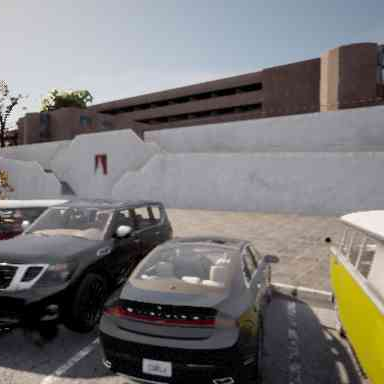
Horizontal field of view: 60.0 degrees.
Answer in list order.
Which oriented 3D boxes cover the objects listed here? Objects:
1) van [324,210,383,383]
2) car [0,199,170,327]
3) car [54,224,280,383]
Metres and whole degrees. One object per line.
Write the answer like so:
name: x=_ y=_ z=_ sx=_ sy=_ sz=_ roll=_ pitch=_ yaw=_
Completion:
van: x=2.768 y=1.266 z=3.961 sx=1.878 sy=1.987 sz=4.442 roll=0 pitch=-1 yaw=15
car: x=-2.118 y=1.200 z=7.285 sx=2.435 sy=2.045 sz=5.566 roll=1 pitch=0 yaw=16
car: x=0.306 y=1.472 z=5.574 sx=2.231 sy=1.521 sz=4.892 roll=0 pitch=-1 yaw=15
